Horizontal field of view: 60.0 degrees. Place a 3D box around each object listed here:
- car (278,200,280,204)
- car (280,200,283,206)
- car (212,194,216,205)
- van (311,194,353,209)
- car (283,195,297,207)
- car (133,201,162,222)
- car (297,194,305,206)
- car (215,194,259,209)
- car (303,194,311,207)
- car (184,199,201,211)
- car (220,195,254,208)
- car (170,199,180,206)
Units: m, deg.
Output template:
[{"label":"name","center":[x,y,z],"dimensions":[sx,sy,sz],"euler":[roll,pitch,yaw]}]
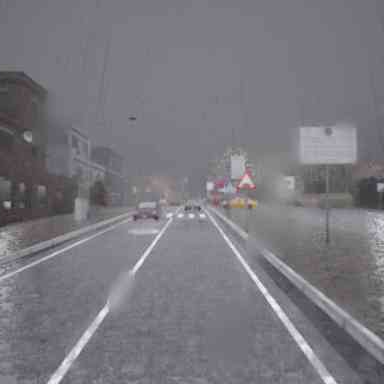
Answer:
[{"label":"car","center":[18.344,1.516,59.860],"dimensions":[5.566,2.045,2.435],"euler":[0,-2,-1]},{"label":"car","center":[18.400,1.698,57.185],"dimensions":[4.892,1.521,2.231],"euler":[0,-2,-1]},{"label":"car","center":[6.182,1.409,55.919],"dimensions":[5.566,2.045,2.435],"euler":[0,-1,-1]},{"label":"van","center":[18.419,1.209,43.226],"dimensions":[4.442,1.987,1.878],"euler":[0,-1,0]},{"label":"car","center":[18.414,1.375,54.399],"dimensions":[5.566,2.045,2.435],"euler":[0,-2,-1]},{"label":"car","center":[-3.354,1.432,25.757],"dimensions":[1.812,1.442,4.674],"euler":[0,0,0]},{"label":"car","center":[18.676,1.512,48.680],"dimensions":[5.366,1.575,1.946],"euler":[0,-1,0]},{"label":"car","center":[6.078,1.436,43.768],"dimensions":[5.366,1.575,1.946],"euler":[0,-1,0]},{"label":"car","center":[18.697,1.470,46.019],"dimensions":[5.366,1.575,1.946],"euler":[0,-1,0]},{"label":"car","center":[0.070,1.521,39.967],"dimensions":[1.895,1.301,4.718],"euler":[0,-1,0]},{"label":"car","center":[6.269,1.353,46.689],"dimensions":[4.553,1.767,2.185],"euler":[0,-1,0]},{"label":"car","center":[-3.384,2.127,66.997],"dimensions":[2.033,1.411,5.357],"euler":[0,-2,0]}]
